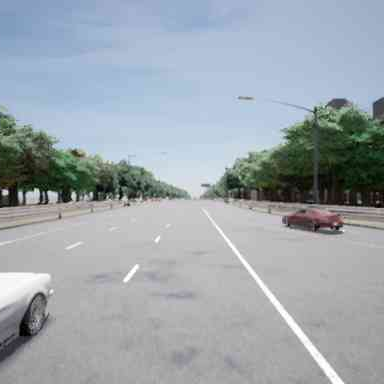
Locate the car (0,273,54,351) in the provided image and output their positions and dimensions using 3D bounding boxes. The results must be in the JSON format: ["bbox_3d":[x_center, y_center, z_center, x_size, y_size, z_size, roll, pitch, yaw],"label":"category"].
[{"bbox_3d":[-3.398,1.640,3.822,1.895,1.301,4.718,0,-1,0],"label":"car"}]

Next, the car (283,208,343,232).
[{"bbox_3d":[7.825,1.744,21.845,1.812,1.442,4.674,0,-1,-17],"label":"car"}]
